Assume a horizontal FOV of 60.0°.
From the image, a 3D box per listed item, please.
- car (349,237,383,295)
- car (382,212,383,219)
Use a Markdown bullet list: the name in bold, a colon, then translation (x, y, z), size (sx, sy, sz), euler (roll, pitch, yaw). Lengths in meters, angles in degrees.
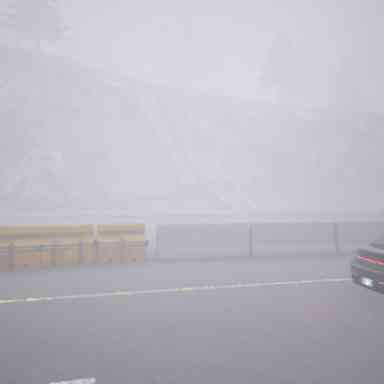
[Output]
- **car**: translation (5.878, 1.557, 7.160), size (4.892, 1.490, 1.837), euler (0, 0, -12)
- **car**: translation (17.899, 1.678, 26.717), size (4.902, 1.511, 2.128), euler (0, 0, -5)
